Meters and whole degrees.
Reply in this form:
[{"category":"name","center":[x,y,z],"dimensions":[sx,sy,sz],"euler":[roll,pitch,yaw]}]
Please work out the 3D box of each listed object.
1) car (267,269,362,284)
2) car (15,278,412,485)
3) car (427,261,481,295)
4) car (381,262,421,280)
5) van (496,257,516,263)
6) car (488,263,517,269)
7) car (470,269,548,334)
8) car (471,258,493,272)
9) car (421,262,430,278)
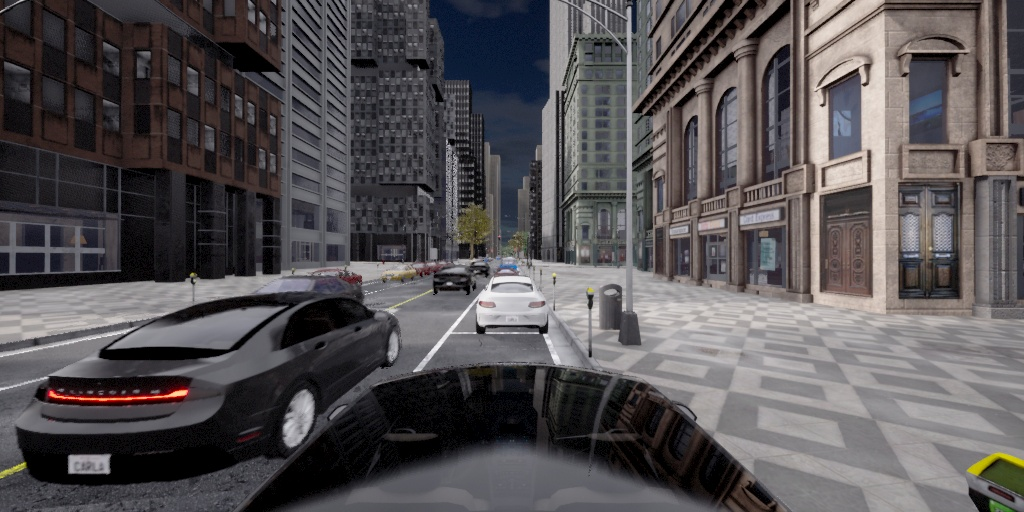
[{"category":"car","center":[-6.247,1.298,10.729],"dimensions":[2.033,1.411,5.357],"euler":[0,0,0]},{"category":"car","center":[-3.048,1.255,5.008],"dimensions":[1.837,1.490,4.892],"euler":[0,0,0]},{"category":"car","center":[-3.047,1.230,19.863],"dimensions":[1.882,1.535,5.008],"euler":[0,-1,0]},{"category":"car","center":[-8.921,1.278,28.459],"dimensions":[1.751,1.417,4.829],"euler":[0,0,0]},{"category":"van","center":[-0.371,1.094,34.137],"dimensions":[1.690,1.789,3.998],"euler":[0,0,0]},{"category":"car","center":[-0.373,1.334,23.087],"dimensions":[1.802,1.307,4.207],"euler":[0,0,0]},{"category":"car","center":[0.003,1.276,10.500],"dimensions":[1.812,1.442,4.674],"euler":[0,0,0]},{"category":"car","center":[-3.147,1.231,35.050],"dimensions":[1.882,1.535,5.008],"euler":[0,0,0]},{"category":"car","center":[-8.922,1.298,34.154],"dimensions":[1.888,1.381,4.507],"euler":[0,0,0]}]
